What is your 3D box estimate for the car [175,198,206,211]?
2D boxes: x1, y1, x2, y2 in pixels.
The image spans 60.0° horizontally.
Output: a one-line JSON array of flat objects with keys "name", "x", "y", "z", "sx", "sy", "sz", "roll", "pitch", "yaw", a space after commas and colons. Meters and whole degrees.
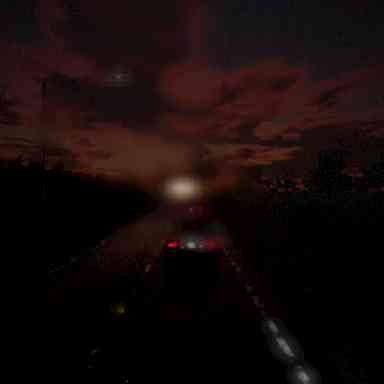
[{"name": "car", "x": 0.013, "y": 1.498, "z": 27.536, "sx": 2.150, "sy": 2.045, "sz": 5.566, "roll": 0, "pitch": 0, "yaw": 0}]

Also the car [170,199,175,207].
[{"name": "car", "x": -3.292, "y": 2.086, "z": 64.793, "sx": 1.882, "sy": 1.535, "sz": 5.008, "roll": 0, "pitch": 0, "yaw": -3}]

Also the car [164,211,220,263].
[{"name": "car", "x": 0.010, "y": 1.674, "z": 12.475, "sx": 2.033, "sy": 1.411, "sz": 5.357, "roll": 0, "pitch": -1, "yaw": 0}]
